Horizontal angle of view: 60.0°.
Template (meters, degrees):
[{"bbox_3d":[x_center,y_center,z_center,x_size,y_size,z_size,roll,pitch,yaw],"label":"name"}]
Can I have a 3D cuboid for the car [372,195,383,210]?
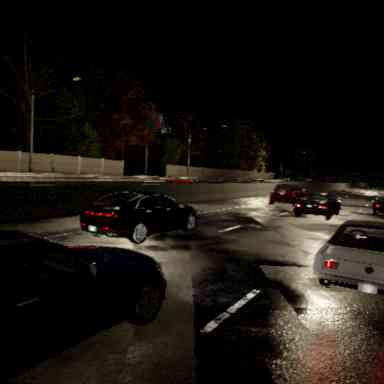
[{"bbox_3d":[13.271,0.879,22.253,1.895,1.301,4.718,5,4,32],"label":"car"}]

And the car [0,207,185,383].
[{"bbox_3d":[-2.178,1.171,3.897,1.812,1.442,4.674,5,4,32],"label":"car"}]

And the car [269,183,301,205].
[{"bbox_3d":[7.908,0.119,26.831,2.097,1.767,4.553,5,4,32],"label":"car"}]

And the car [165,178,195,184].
[{"bbox_3d":[-2.079,-1.483,50.880,1.895,1.301,4.718,5,4,32],"label":"car"}]

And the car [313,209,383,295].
[{"bbox_3d":[4.216,1.321,7.607,1.895,1.301,4.718,5,4,32],"label":"car"}]

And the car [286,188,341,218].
[{"bbox_3d":[7.437,0.723,19.457,2.033,1.411,5.357,5,4,31],"label":"car"}]

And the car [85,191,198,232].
[{"bbox_3d":[-1.557,0.732,11.538,1.837,1.490,4.892,5,4,32],"label":"car"}]

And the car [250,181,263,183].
[{"bbox_3d":[9.653,-0.944,49.917,2.033,1.411,5.357,5,4,32],"label":"car"}]

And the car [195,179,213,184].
[{"bbox_3d":[2.037,-1.332,50.891,1.994,1.385,4.181,5,4,32],"label":"car"}]

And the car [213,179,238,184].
[{"bbox_3d":[5.459,-1.169,49.772,1.837,1.490,4.892,5,3,32],"label":"car"}]
